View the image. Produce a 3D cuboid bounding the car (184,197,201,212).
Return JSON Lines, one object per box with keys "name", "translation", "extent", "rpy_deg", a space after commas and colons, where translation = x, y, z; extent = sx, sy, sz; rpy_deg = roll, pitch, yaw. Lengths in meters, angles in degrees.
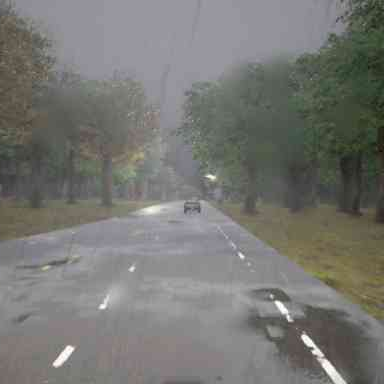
{"name": "car", "translation": [0.044, 1.569, 39.206], "extent": [2.128, 1.511, 4.902], "rpy_deg": [0, 0, 0]}
